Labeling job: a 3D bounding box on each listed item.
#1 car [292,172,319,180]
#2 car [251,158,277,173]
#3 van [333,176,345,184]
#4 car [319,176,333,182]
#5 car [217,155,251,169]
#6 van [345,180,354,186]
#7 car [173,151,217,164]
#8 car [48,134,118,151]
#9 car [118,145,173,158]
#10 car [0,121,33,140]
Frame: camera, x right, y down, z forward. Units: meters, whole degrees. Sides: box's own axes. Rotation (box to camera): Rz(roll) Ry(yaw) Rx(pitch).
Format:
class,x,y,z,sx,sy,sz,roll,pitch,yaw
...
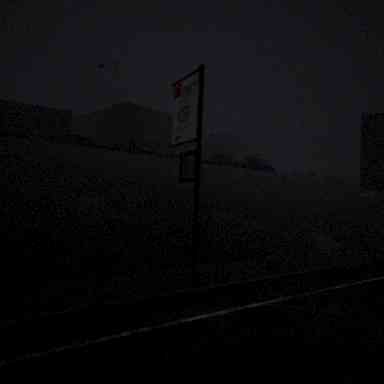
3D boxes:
class,x,y,z,sx,sy,sz,roll,pitch,yaw
car,15.958,-2.056,48.212,2.002,1.452,4.674,1,-2,45
car,8.083,-2.937,40.510,5.566,2.045,2.435,4,-2,-42
van,23.688,-1.637,56.330,1.878,1.987,4.442,1,-3,43
car,19.802,-1.729,52.192,2.002,1.452,4.674,1,-3,44
car,3.937,-3.079,36.731,4.553,1.767,2.185,3,-2,-41
van,27.364,-1.269,60.457,1.878,1.987,4.442,1,-3,42
car,-0.298,-3.201,33.012,4.892,1.521,2.231,3,-1,-40
car,-8.747,-3.619,26.074,4.792,1.488,2.163,3,-1,-38
car,-4.448,-3.384,29.529,4.674,1.452,2.002,3,-1,-39
car,-13.271,-4.009,22.578,4.553,1.767,2.185,3,-1,-36
